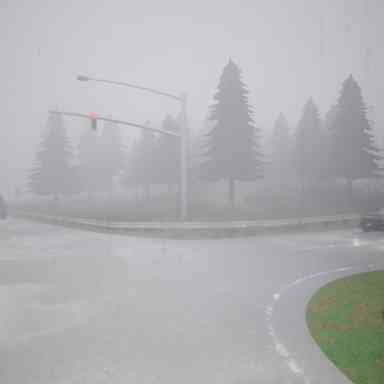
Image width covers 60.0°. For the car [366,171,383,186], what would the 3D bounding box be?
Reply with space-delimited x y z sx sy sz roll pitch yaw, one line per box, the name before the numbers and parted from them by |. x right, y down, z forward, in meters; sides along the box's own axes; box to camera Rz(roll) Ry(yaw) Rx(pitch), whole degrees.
car | 28.162 -2.130 51.084 2.150 2.045 5.566 0 5 25

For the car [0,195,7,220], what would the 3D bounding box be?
car | -17.029 1.219 27.354 2.150 2.045 5.566 0 0 -44

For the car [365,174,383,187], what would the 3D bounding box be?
car | 23.212 -1.183 40.389 2.150 2.045 5.566 0 4 0

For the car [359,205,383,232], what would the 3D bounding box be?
car | 10.931 1.225 17.274 5.008 1.535 1.882 -3 1 -24
